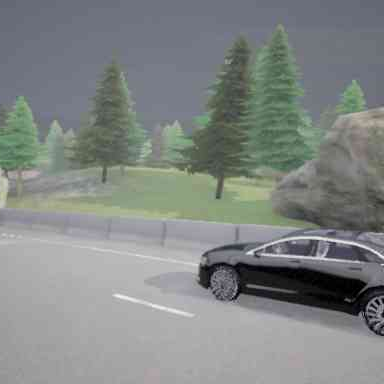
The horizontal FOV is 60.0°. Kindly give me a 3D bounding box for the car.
[{"bbox_3d":[2.366,1.487,6.602,4.902,1.511,2.128,0,0,35],"label":"car"}]
